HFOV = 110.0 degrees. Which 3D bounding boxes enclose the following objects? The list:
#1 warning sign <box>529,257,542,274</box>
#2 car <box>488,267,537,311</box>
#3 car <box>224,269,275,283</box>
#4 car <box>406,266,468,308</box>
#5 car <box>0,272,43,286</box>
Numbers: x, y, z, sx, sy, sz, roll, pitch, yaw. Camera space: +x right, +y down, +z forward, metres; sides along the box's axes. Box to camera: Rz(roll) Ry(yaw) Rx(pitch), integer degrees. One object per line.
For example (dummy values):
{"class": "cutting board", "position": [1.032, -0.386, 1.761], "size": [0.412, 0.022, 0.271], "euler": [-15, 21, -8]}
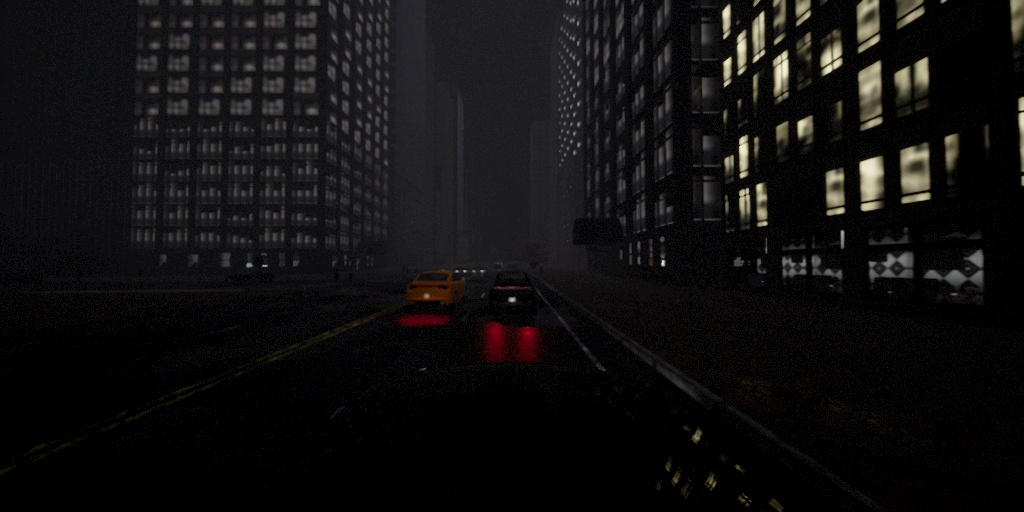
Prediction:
{"class": "warning sign", "position": [2.864, 1.355, 46.358], "size": [1.300, 1.860, 1.060], "euler": [0, 0, 0]}
{"class": "car", "position": [0.027, 1.392, 15.351], "size": [2.128, 1.511, 4.902], "euler": [0, 0, 1]}
{"class": "car", "position": [-25.654, 1.943, 35.094], "size": [4.403, 1.370, 2.007], "euler": [0, 0, -1]}
{"class": "car", "position": [-3.216, 1.385, 16.095], "size": [1.882, 1.535, 5.008], "euler": [0, 0, 1]}
{"class": "car", "position": [-48.218, 2.176, 34.690], "size": [4.313, 1.339, 1.948], "euler": [0, 0, -1]}
